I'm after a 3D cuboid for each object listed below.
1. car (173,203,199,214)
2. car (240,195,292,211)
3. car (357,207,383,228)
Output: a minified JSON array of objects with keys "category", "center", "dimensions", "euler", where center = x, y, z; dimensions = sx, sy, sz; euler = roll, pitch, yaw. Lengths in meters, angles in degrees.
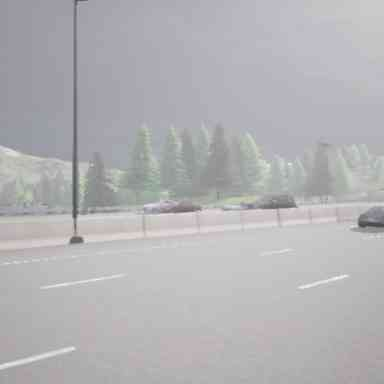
[{"category":"car","center":[-1.084,1.572,33.302],"dimensions":[4.674,1.442,1.812],"euler":[0,0,-35]},{"category":"car","center":[7.287,1.280,30.677],"dimensions":[5.566,2.045,2.150],"euler":[0,0,-35]},{"category":"car","center":[12.394,1.619,21.184],"dimensions":[4.181,1.385,1.994],"euler":[0,0,-35]}]
